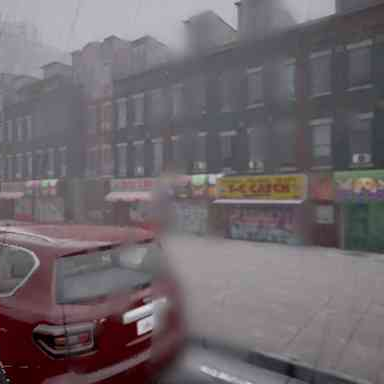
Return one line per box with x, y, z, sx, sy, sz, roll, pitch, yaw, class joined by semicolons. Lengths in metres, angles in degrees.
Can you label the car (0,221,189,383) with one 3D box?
-2.360;1.322;4.503;5.009;1.841;2.192;0;-1;35;car
